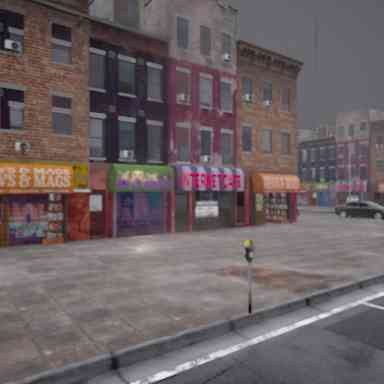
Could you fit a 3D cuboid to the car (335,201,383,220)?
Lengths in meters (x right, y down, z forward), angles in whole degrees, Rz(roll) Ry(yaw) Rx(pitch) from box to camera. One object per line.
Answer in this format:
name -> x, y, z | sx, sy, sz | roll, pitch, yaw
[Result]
car -> 14.372, 1.510, 27.599 | 1.837, 1.490, 4.892 | 0, 0, -36
